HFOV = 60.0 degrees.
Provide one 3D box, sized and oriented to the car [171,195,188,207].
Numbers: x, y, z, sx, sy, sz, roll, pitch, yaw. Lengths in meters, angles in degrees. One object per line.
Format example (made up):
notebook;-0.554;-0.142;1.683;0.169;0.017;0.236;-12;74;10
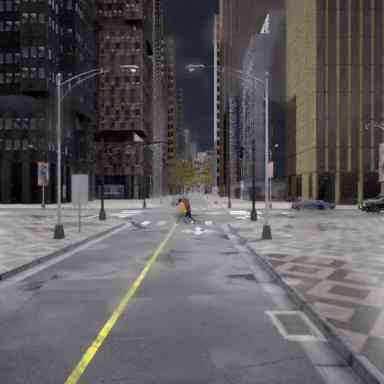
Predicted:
car;-2.154;1.346;52.194;2.097;1.767;4.553;0;0;1

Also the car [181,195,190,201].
car;-1.572;1.488;82.296;1.837;1.490;4.892;0;0;1

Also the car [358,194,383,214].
car;20.761;1.237;35.358;5.566;2.045;2.150;0;0;1

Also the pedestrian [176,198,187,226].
pedestrian;-0.703;1.291;21.864;0.375;1.860;0.375;0;0;1

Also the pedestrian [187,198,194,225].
pedestrian;-0.247;1.291;22.433;0.375;1.860;0.375;0;0;1

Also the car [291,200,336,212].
car;14.052;1.601;38.756;4.718;1.301;1.895;0;0;1

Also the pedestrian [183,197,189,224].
pedestrian;-0.427;1.291;23.088;0.375;1.860;0.375;0;0;1
